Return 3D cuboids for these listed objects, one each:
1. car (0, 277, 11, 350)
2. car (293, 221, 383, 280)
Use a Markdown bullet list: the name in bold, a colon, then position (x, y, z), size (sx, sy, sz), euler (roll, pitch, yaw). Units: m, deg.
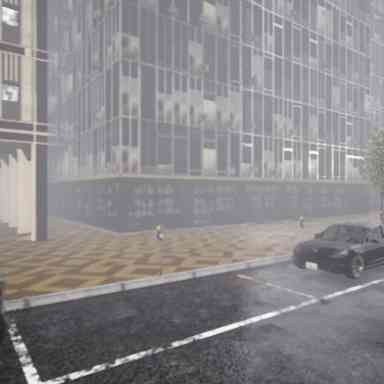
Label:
- **car**: position (-4.332, 1.561, 3.476), size (4.313, 1.339, 1.947), euler (0, 0, -35)
- **car**: position (4.945, 1.591, 10.075), size (4.313, 1.339, 1.947), euler (0, 0, -35)
